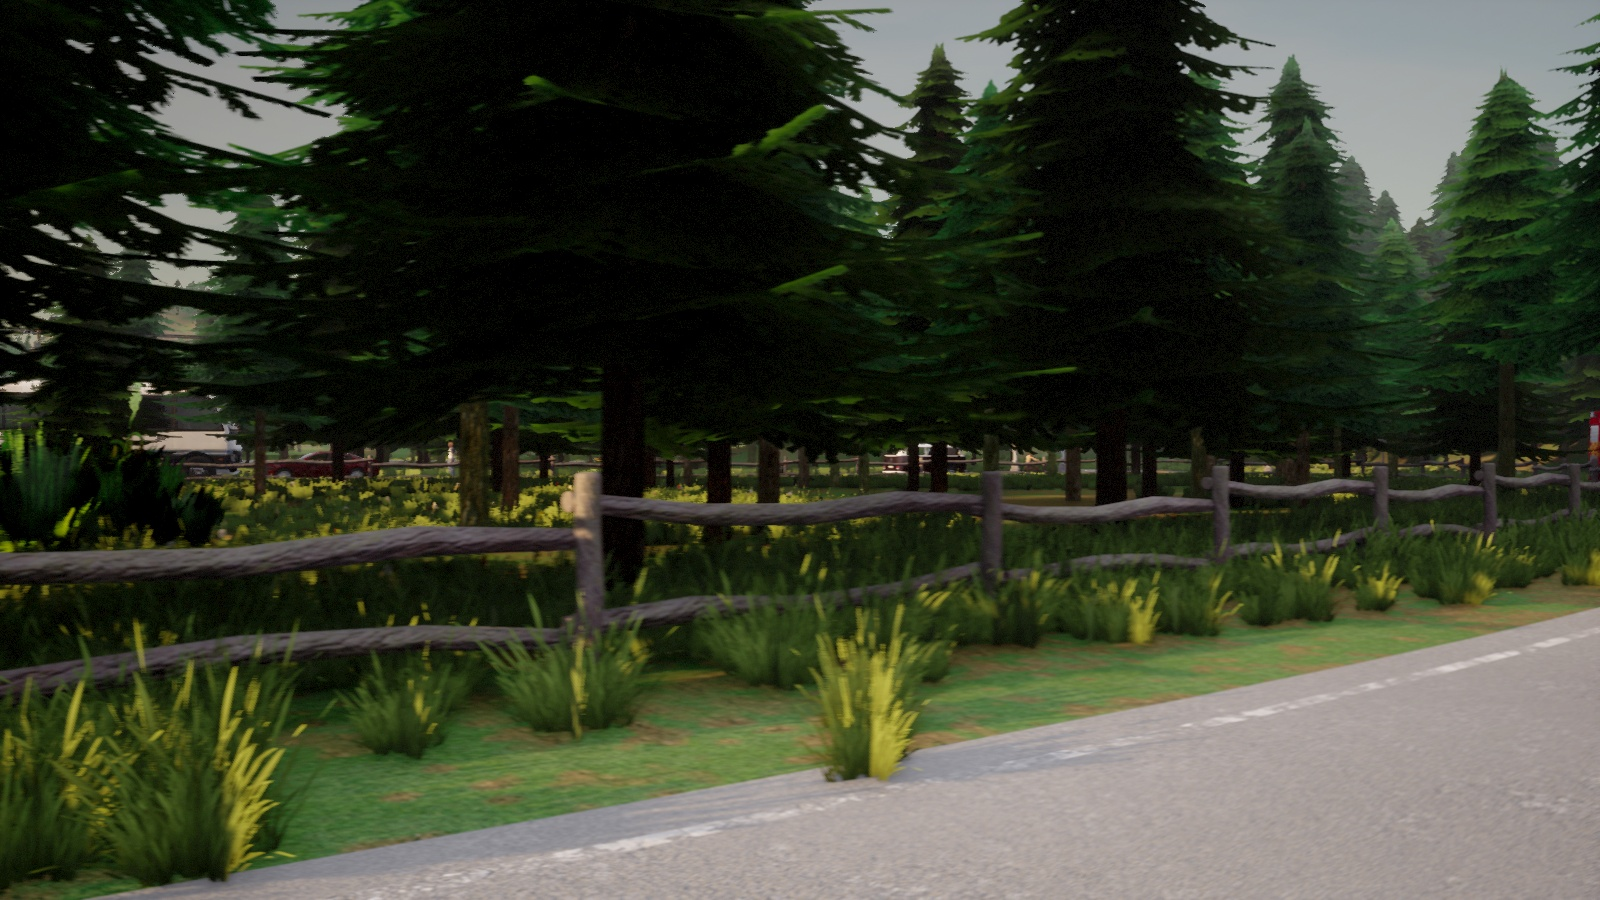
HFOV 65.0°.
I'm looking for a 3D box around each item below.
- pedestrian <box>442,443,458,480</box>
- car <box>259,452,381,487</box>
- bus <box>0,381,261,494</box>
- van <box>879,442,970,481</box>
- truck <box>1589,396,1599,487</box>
[{"bbox_3d":[-17.580,0.562,63.106,0.706,1.836,0.354,0,0,-29],"label":"pedestrian"},{"bbox_3d":[-21.753,0.874,56.919,5.008,1.535,1.882,0,0,-26],"label":"car"},{"bbox_3d":[-27.288,-0.484,50.338,10.273,4.253,3.944,0,0,-20],"label":"bus"},{"bbox_3d":[6.684,0.593,67.382,4.480,2.038,2.069,0,0,-27],"label":"van"},{"bbox_3d":[34.506,-0.371,49.610,2.891,3.827,8.468,0,0,12],"label":"truck"}]
